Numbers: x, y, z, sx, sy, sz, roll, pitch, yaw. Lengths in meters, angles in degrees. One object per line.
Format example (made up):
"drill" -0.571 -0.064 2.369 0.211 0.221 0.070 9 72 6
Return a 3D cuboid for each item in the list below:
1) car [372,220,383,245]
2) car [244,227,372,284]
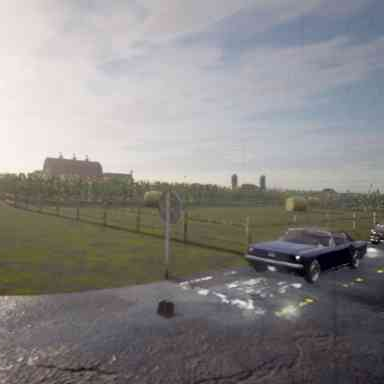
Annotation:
"car" 10.971 1.990 17.390 4.892 1.490 1.837 2 -1 -44
"car" 3.733 1.808 10.461 4.718 1.301 1.895 2 -1 -44
